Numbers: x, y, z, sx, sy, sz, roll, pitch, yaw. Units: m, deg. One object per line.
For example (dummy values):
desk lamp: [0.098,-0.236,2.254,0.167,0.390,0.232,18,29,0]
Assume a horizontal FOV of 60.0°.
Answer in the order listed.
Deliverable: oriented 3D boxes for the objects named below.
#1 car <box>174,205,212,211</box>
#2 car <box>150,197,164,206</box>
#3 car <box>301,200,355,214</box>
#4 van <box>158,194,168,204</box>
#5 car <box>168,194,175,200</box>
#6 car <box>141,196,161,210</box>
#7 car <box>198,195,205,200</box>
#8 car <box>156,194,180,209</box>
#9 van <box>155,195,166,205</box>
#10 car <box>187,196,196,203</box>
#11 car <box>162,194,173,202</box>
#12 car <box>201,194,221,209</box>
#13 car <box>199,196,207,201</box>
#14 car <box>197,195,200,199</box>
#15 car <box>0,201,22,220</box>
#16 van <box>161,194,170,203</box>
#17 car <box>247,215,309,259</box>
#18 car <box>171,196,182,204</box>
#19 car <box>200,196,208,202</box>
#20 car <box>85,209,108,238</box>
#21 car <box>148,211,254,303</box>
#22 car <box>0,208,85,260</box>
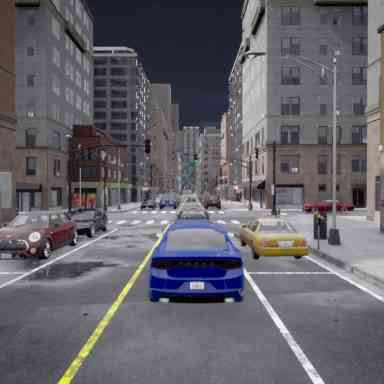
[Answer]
car: [0.071,1.606,18.288,1.895,1.301,4.718,0,0,0]
car: [-5.760,1.573,55.562,1.752,1.417,4.829,-1,0,0]
car: [13.311,1.458,32.830,4.718,1.301,1.895,-1,1,-1]
van: [-5.779,1.398,66.904,1.690,1.788,3.998,-1,0,0]
car: [-5.818,1.513,94.832,1.967,1.590,4.097,-1,0,0]
car: [-5.743,1.601,44.560,1.947,1.339,4.313,-1,0,0]
car: [2.721,1.624,94.845,2.008,1.369,4.403,-1,0,0]
car: [-3.163,1.258,45.417,2.150,2.045,5.566,0,0,0]
van: [-5.770,1.394,61.318,1.690,1.788,3.998,-1,0,0]
car: [-0.110,1.579,74.002,2.128,1.511,4.902,0,0,0]
car: [-5.795,1.380,78.076,2.192,1.841,5.009,-1,0,0]
car: [2.780,1.351,44.572,2.192,1.841,5.009,-1,0,0]
car: [2.734,1.634,83.673,1.947,1.339,4.313,-1,0,0]
car: [2.752,1.372,66.916,2.192,1.841,5.009,-1,0,0]
car: [-18.071,1.664,29.470,5.008,1.535,1.882,-1,1,-1]
van: [-5.787,1.402,72.490,1.690,1.788,3.998,-1,0,0]
car: [2.830,1.527,12.374,1.752,1.417,4.829,-1,0,0]
car: [-3.124,1.605,67.101,2.033,1.411,5.357,0,0,0]
car: [2.740,1.590,78.258,1.752,1.417,4.829,-1,0,0]
car: [-5.703,1.571,17.687,1.947,1.339,4.313,-1,0,0]
car: [0.084,1.478,8.283,1.882,1.535,5.008,0,0,0]
car: [-5.696,1.442,12.190,1.967,1.590,4.097,-1,0,0]
